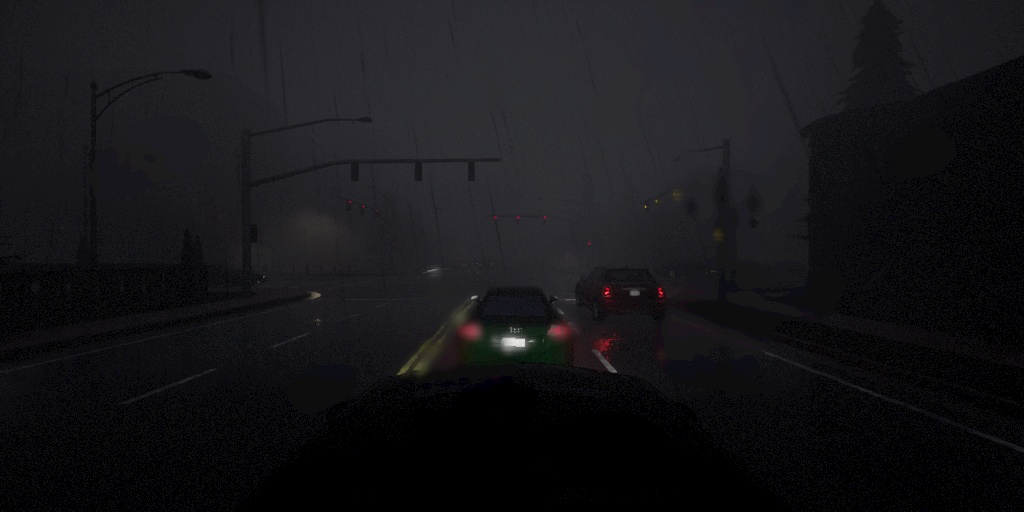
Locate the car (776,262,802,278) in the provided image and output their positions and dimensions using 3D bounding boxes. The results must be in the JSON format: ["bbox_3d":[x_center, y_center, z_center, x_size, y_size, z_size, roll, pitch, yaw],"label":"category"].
[{"bbox_3d":[25.517,1.276,33.904,4.674,1.442,1.812,0,0,-4],"label":"car"}]

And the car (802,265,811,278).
[{"bbox_3d":[28.459,0.972,30.617,5.566,2.045,2.150,0,0,-7],"label":"car"}]

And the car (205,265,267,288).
[{"bbox_3d":[-19.130,1.297,23.314,5.357,1.411,2.033,0,0,0],"label":"car"}]

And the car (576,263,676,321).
[{"bbox_3d":[3.579,1.102,12.570,2.097,1.767,4.553,0,0,0],"label":"car"}]

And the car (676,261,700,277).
[{"bbox_3d":[16.186,1.228,33.636,5.008,1.535,1.882,0,0,-2],"label":"car"}]

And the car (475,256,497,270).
[{"bbox_3d":[-3.605,1.102,50.733,2.097,1.767,4.553,0,0,0],"label":"car"}]

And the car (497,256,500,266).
[{"bbox_3d":[-3.595,1.241,59.777,2.128,1.511,4.902,0,0,0],"label":"car"}]

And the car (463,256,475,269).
[{"bbox_3d":[-7.101,1.241,57.223,2.128,1.511,4.902,0,0,0],"label":"car"}]

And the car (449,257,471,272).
[{"bbox_3d":[-7.110,1.227,47.797,1.882,1.535,5.008,0,0,0],"label":"car"}]

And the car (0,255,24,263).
[{"bbox_3d":[-38.966,0.969,26.830,5.566,2.045,2.150,0,0,0],"label":"car"}]

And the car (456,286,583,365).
[{"bbox_3d":[0.063,1.314,7.558,1.994,1.385,4.181,0,0,0],"label":"car"}]

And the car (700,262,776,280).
[{"bbox_3d":[18.948,1.255,30.197,4.892,1.490,1.837,0,0,-1],"label":"car"}]
